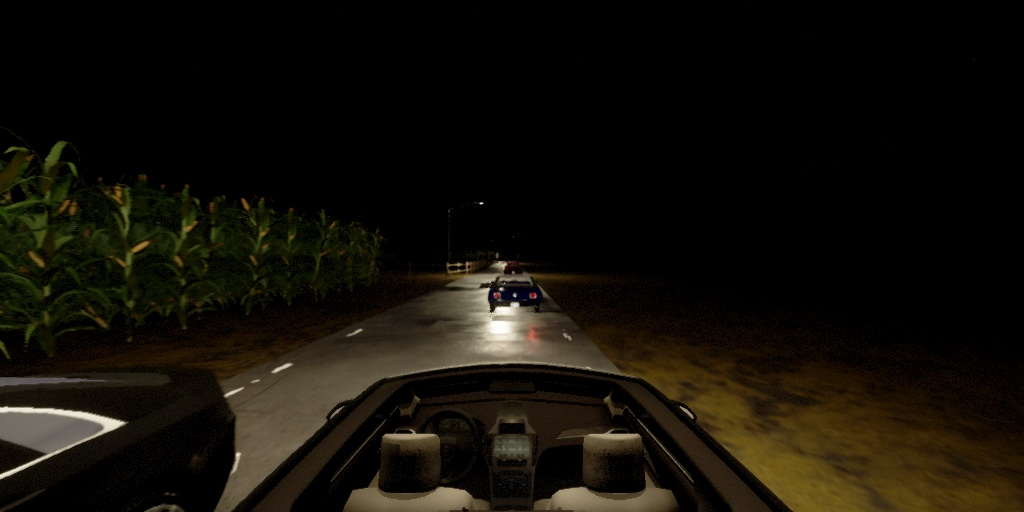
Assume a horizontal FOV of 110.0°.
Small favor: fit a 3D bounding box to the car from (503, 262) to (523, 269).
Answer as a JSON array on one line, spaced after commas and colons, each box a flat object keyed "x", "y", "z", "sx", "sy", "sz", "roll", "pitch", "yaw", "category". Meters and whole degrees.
[{"x": 0.128, "y": 1.362, "z": 35.926, "sx": 1.812, "sy": 1.442, "sz": 4.674, "roll": 0, "pitch": 0, "yaw": 0, "category": "car"}]

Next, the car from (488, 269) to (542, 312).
[{"x": 0.105, "y": 1.377, "z": 14.373, "sx": 1.895, "sy": 1.301, "sz": 4.718, "roll": 0, "pitch": 0, "yaw": 0, "category": "car"}]

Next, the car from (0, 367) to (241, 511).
[{"x": -2.836, "y": 1.240, "z": 0.460, "sx": 2.128, "sy": 1.511, "sz": 4.902, "roll": 0, "pitch": 0, "yaw": 0, "category": "car"}]
